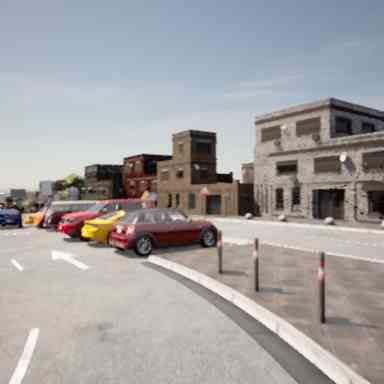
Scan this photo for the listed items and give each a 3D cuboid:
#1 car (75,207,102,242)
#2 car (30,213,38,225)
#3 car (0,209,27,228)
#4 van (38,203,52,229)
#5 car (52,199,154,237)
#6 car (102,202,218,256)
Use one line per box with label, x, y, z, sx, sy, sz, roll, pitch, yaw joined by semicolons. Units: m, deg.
car;-2.762;1.647;16.303;5.008;1.535;2.097;0;-1;-36
car;-9.842;1.838;26.172;4.553;1.767;2.185;0;-2;-35
car;-15.095;2.112;27.006;1.882;1.535;5.008;0;-2;-36
van;-8.153;1.648;23.651;4.442;1.987;1.878;0;-1;-35
car;-4.488;1.457;18.662;5.566;2.045;2.435;0;-1;-36
car;-1.015;1.458;13.825;4.553;1.767;2.185;0;-1;-36
